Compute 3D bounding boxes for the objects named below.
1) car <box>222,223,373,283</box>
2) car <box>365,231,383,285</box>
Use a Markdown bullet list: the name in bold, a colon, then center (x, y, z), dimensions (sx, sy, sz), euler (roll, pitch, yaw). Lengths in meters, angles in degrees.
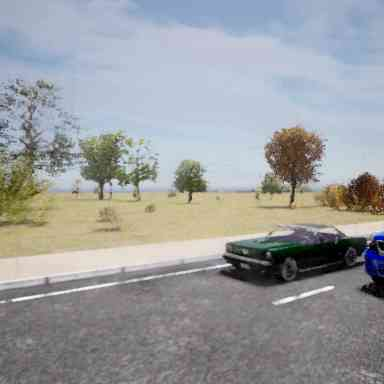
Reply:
- **car**: center (3.185, 1.635, 9.957), dimensions (4.718, 1.301, 1.895), euler (0, 0, -36)
- **car**: center (6.671, 1.264, 8.454), dimensions (5.566, 2.045, 2.150), euler (0, 0, -36)
